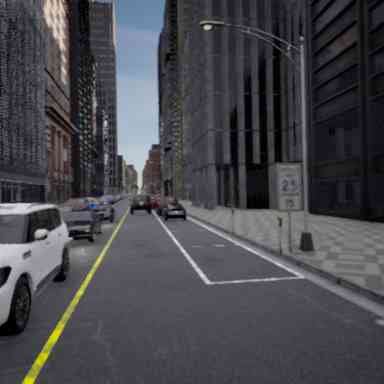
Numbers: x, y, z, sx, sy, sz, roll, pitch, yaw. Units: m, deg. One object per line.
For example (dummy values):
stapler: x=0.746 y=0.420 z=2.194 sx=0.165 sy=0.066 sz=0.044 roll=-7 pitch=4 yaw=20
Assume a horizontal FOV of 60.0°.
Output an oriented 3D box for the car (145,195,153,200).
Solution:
car: x=-12.227 y=1.605 z=94.046 sx=2.008 sy=1.369 sz=4.403 roll=0 pitch=0 yaw=-9

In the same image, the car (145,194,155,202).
car: x=-10.444 y=1.369 z=82.940 sx=2.192 sy=1.841 sz=5.009 roll=0 pitch=0 yaw=-9

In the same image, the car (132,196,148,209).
car: x=-7.499 y=1.442 z=47.832 sx=2.097 sy=1.767 sz=4.553 roll=-1 pitch=0 yaw=-9

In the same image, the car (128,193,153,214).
car: x=-5.633 y=1.299 z=36.399 sx=2.150 sy=2.045 sz=5.566 roll=-1 pitch=0 yaw=-11

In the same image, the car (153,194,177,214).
car: x=-2.409 y=1.337 z=32.961 sx=2.192 sy=1.841 sz=5.009 roll=-1 pitch=0 yaw=-9

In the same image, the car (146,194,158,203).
car: x=-8.658 y=1.367 z=71.833 sx=2.192 sy=1.841 sz=5.009 roll=0 pitch=0 yaw=-9

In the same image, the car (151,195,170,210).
car: x=-4.194 y=1.352 z=44.067 sx=2.192 sy=1.841 sz=5.009 roll=-1 pitch=0 yaw=-9

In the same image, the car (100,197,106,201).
car: x=-12.608 y=1.748 z=42.717 sx=2.008 sy=1.369 sz=4.403 roll=-1 pitch=0 yaw=-9

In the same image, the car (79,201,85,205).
car: x=-9.930 y=1.719 z=26.055 sx=1.887 sy=1.381 sz=4.507 roll=-1 pitch=0 yaw=-9

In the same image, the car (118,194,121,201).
car: x=-17.965 y=1.759 z=76.037 sx=1.887 sy=1.381 sz=4.507 roll=0 pitch=0 yaw=-9

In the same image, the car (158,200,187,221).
car: x=-1.513 y=1.579 z=27.407 sx=1.947 sy=1.339 sz=4.313 roll=-1 pitch=0 yaw=-9

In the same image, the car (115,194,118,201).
car: x=-16.182 y=1.526 z=64.930 sx=2.192 sy=1.841 sz=5.009 roll=0 pitch=0 yaw=-9

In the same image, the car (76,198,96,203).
car: x=-10.825 y=1.498 z=31.609 sx=2.192 sy=1.841 sz=5.009 roll=-1 pitch=0 yaw=-9

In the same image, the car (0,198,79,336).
car: x=-4.088 y=1.298 z=6.996 sx=2.150 sy=2.045 sz=5.566 roll=-1 pitch=0 yaw=-9

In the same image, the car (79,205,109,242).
car: x=-5.705 y=1.649 z=17.111 sx=2.033 sy=1.411 sz=5.357 roll=-1 pitch=0 yaw=-9

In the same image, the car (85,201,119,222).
car: x=-7.286 y=1.687 z=27.040 sx=1.994 sy=1.385 sz=4.181 roll=-1 pitch=0 yaw=-8

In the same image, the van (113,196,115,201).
van: x=-15.288 y=1.549 z=59.377 sx=1.690 sy=1.788 sz=3.998 roll=0 pitch=0 yaw=-9

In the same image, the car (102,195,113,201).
car: x=-14.395 y=1.645 z=53.824 sx=1.967 sy=1.590 sz=4.097 roll=0 pitch=0 yaw=-9

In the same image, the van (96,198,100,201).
van: x=-11.717 y=1.532 z=37.163 sx=1.690 sy=1.788 sz=3.998 roll=-1 pitch=0 yaw=-9

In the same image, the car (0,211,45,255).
car: x=-8.118 y=1.675 z=14.780 sx=1.752 sy=1.417 sz=4.829 roll=-1 pitch=0 yaw=-9

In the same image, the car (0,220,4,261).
car: x=-7.251 y=1.680 z=9.394 sx=1.887 sy=1.381 sz=4.507 roll=-1 pitch=0 yaw=-9

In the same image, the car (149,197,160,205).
car: x=-6.870 y=1.592 z=60.727 sx=1.887 sy=1.381 sz=4.507 roll=-1 pitch=0 yaw=-9

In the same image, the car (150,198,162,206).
car: x=-5.977 y=1.626 z=55.174 sx=1.802 sy=1.307 sz=4.206 roll=-1 pitch=0 yaw=-9

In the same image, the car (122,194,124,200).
car: x=-20.645 y=1.760 z=92.697 sx=1.887 sy=1.381 sz=4.507 roll=0 pitch=0 yaw=-9
